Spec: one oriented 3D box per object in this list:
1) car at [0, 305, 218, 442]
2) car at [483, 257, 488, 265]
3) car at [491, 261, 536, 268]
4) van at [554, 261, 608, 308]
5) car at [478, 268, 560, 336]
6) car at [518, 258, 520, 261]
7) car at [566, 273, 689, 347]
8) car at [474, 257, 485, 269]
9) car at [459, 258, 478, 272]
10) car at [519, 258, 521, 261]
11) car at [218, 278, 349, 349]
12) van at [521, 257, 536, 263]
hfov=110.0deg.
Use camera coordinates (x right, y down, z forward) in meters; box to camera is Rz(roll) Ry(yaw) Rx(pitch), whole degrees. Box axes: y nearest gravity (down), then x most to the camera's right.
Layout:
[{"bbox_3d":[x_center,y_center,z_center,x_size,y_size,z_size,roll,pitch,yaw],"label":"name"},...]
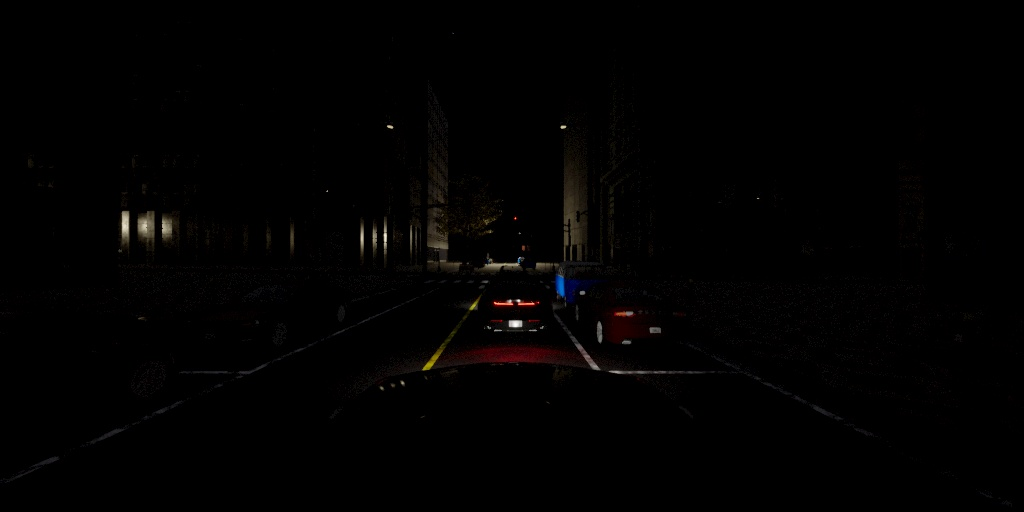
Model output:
[{"bbox_3d":[-5.782,1.295,3.603,1.888,1.381,4.507,0,0,0],"label":"car"},{"bbox_3d":[-5.965,1.101,63.089,2.192,1.841,5.009,0,0,0],"label":"car"},{"bbox_3d":[0.047,1.245,19.792,2.128,1.511,4.902,0,0,-1],"label":"car"},{"bbox_3d":[2.736,1.093,14.663,1.690,1.789,3.998,0,0,0],"label":"van"},{"bbox_3d":[0.074,1.256,10.373,1.837,1.490,4.892,0,0,0],"label":"car"},{"bbox_3d":[2.559,1.332,63.473,1.888,1.381,4.507,0,0,0],"label":"car"},{"bbox_3d":[2.753,1.296,9.138,1.888,1.381,4.507,0,0,0],"label":"car"},{"bbox_3d":[-5.947,1.326,57.800,1.888,1.381,4.507,0,0,0],"label":"car"},{"bbox_3d":[-5.917,1.296,47.050,1.751,1.417,4.829,0,0,0],"label":"car"},{"bbox_3d":[2.577,1.347,58.059,1.948,1.339,4.313,0,0,0],"label":"car"},{"bbox_3d":[-5.802,1.296,9.128,1.888,1.381,4.507,0,0,0],"label":"car"},{"bbox_3d":[2.595,1.117,52.647,1.690,1.789,3.998,0,0,0],"label":"van"}]
